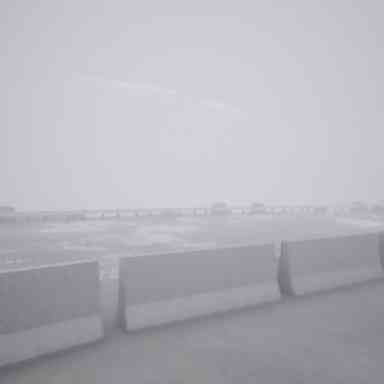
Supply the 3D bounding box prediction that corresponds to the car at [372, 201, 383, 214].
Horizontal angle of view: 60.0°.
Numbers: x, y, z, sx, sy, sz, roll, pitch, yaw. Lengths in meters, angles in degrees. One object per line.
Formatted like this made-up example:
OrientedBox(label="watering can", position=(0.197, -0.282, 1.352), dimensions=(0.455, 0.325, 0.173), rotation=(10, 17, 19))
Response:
OrientedBox(label="car", position=(21.302, 1.456, 35.209), dimensions=(4.553, 1.767, 2.097), rotation=(0, 0, -22))
